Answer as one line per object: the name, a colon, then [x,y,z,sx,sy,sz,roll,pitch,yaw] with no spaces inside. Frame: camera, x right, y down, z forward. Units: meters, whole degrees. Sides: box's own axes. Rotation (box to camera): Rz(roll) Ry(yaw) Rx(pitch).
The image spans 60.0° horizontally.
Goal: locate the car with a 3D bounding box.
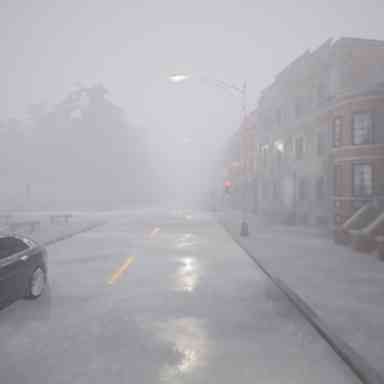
car: [-4.103,1.499,5.522,1.837,1.490,4.892,0,0,0]
